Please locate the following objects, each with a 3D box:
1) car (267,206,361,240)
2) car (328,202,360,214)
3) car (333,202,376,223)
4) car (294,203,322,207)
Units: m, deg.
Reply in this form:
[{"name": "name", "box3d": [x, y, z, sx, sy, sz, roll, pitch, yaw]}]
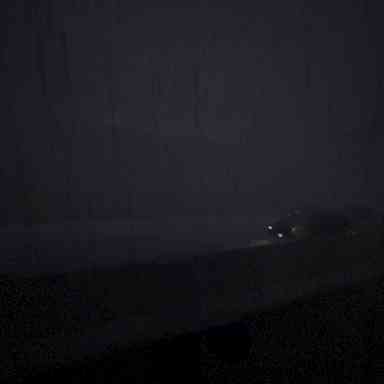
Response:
[{"name": "car", "box3d": [6.288, 1.677, 17.264, 5.357, 1.411, 2.033, 1, 0, -37]}, {"name": "car", "box3d": [18.376, 1.894, 40.244, 4.181, 1.385, 1.994, 1, 0, -41]}, {"name": "car", "box3d": [12.930, 1.701, 26.737, 5.008, 1.535, 1.882, 1, 0, -38]}, {"name": "car", "box3d": [9.836, 1.719, 28.772, 4.892, 1.490, 1.837, 1, -1, -38]}]
